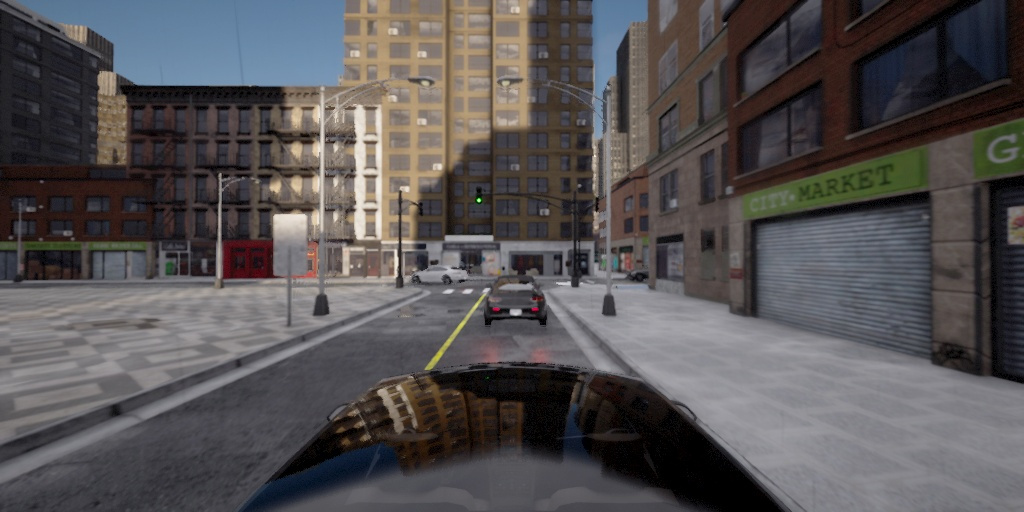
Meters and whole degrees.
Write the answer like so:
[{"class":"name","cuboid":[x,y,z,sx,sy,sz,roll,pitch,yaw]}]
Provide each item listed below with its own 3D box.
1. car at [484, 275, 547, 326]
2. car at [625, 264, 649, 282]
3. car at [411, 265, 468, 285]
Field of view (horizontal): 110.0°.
[{"class":"car","cuboid":[0.104,1.331,11.801,1.812,1.442,4.674,0,0,0]},{"class":"car","cuboid":[11.643,1.316,29.353,4.674,1.442,1.812,-1,-1,-2]},{"class":"car","cuboid":[-5.669,1.460,27.994,4.674,1.442,1.812,-1,-2,25]}]
